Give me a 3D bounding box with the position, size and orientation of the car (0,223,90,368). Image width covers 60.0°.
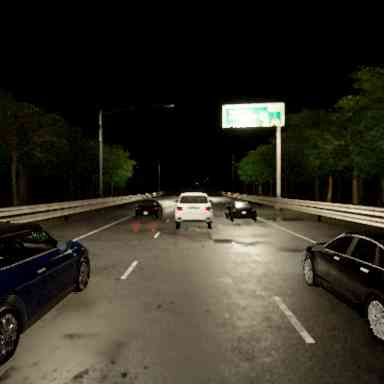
[{"bbox_3d":[-3.398,1.314,5.849,2.097,1.767,4.553,0,0,0],"label":"car"}]

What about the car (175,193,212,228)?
[{"bbox_3d":[0.108,1.086,21.143,2.150,2.045,5.566,0,0,0],"label":"car"}]

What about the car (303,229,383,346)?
[{"bbox_3d":[3.602,1.465,6.218,1.837,1.490,4.892,0,0,0],"label":"car"}]

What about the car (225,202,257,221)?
[{"bbox_3d":[3.610,1.401,25.151,1.994,1.385,4.181,0,0,0],"label":"car"}]

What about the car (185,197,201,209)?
[{"bbox_3d":[0.118,1.301,41.524,1.895,1.301,4.718,0,1,0],"label":"car"}]

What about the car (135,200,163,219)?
[{"bbox_3d":[-3.389,1.352,26.652,1.812,1.442,4.674,0,0,0],"label":"car"}]
